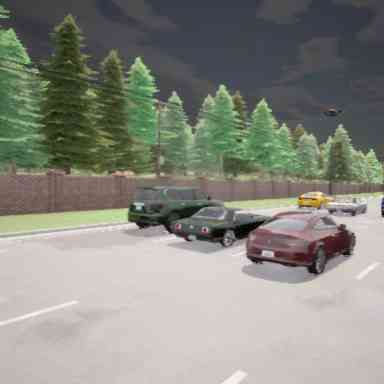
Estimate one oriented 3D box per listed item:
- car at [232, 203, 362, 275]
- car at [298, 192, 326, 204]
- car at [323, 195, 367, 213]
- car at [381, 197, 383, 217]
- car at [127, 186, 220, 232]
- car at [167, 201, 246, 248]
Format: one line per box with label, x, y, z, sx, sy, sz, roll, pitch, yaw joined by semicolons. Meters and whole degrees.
car;3.286;1.281;9.686;1.812;1.442;4.674;2;2;40
car;11.309;0.758;30.180;1.882;1.535;5.008;2;2;40
car;12.030;1.030;25.596;1.895;1.301;4.718;2;2;40
car;15.244;0.754;23.967;2.150;2.045;5.566;2;2;40
car;-0.516;0.724;16.012;2.150;2.045;5.566;2;2;40
car;1.445;1.228;12.925;1.895;1.301;4.718;2;2;40
